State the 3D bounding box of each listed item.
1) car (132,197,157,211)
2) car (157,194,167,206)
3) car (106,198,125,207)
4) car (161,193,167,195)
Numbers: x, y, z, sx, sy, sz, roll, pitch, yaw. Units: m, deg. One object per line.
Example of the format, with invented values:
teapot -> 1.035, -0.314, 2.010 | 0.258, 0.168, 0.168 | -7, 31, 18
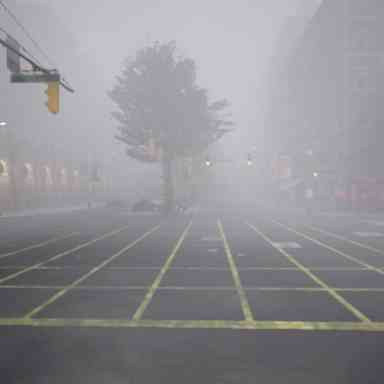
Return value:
car -> -5.803, 1.483, 39.871 | 1.837, 1.490, 4.892 | 0, 0, 3
car -> -5.253, 1.485, 49.114 | 1.812, 1.442, 4.674 | 0, 0, 4
car -> -11.844, 1.599, 51.562 | 1.895, 1.301, 4.718 | 0, 0, 3
car -> -4.636, 1.159, 59.848 | 2.150, 2.045, 5.566 | 0, 0, 3
